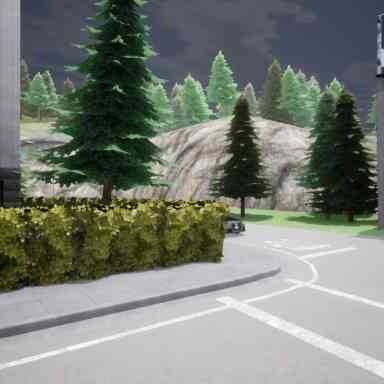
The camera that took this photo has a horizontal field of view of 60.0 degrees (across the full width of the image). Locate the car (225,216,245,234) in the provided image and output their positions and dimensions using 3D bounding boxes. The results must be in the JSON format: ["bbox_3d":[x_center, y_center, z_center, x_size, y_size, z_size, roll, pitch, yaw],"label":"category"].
[{"bbox_3d":[1.079,1.740,19.501,1.994,1.385,4.181,0,0,-42],"label":"car"}]
